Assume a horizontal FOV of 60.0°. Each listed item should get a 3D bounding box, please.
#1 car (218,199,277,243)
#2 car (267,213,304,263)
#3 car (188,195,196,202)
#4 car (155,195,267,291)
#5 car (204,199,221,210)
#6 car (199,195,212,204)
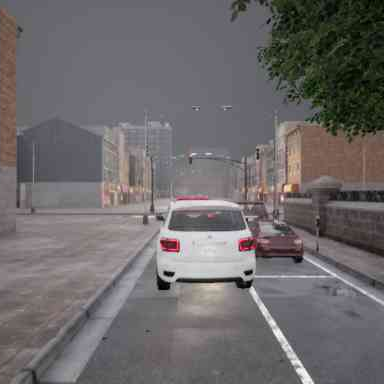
[{"bbox_3d":[2.636,1.324,17.172,2.192,1.841,5.009,1,0,0],"label":"car"},{"bbox_3d":[2.636,1.586,11.723,1.802,1.307,4.206,1,0,0],"label":"car"},{"bbox_3d":[-0.052,1.544,83.791,2.097,1.767,4.553,0,0,0],"label":"car"},{"bbox_3d":[0.175,1.225,9.222,2.150,2.045,5.566,0,0,-4],"label":"car"},{"bbox_3d":[2.617,1.600,43.602,1.887,1.381,4.507,1,0,0],"label":"car"},{"bbox_3d":[2.605,1.433,65.352,2.192,1.841,5.009,1,0,0],"label":"car"}]
